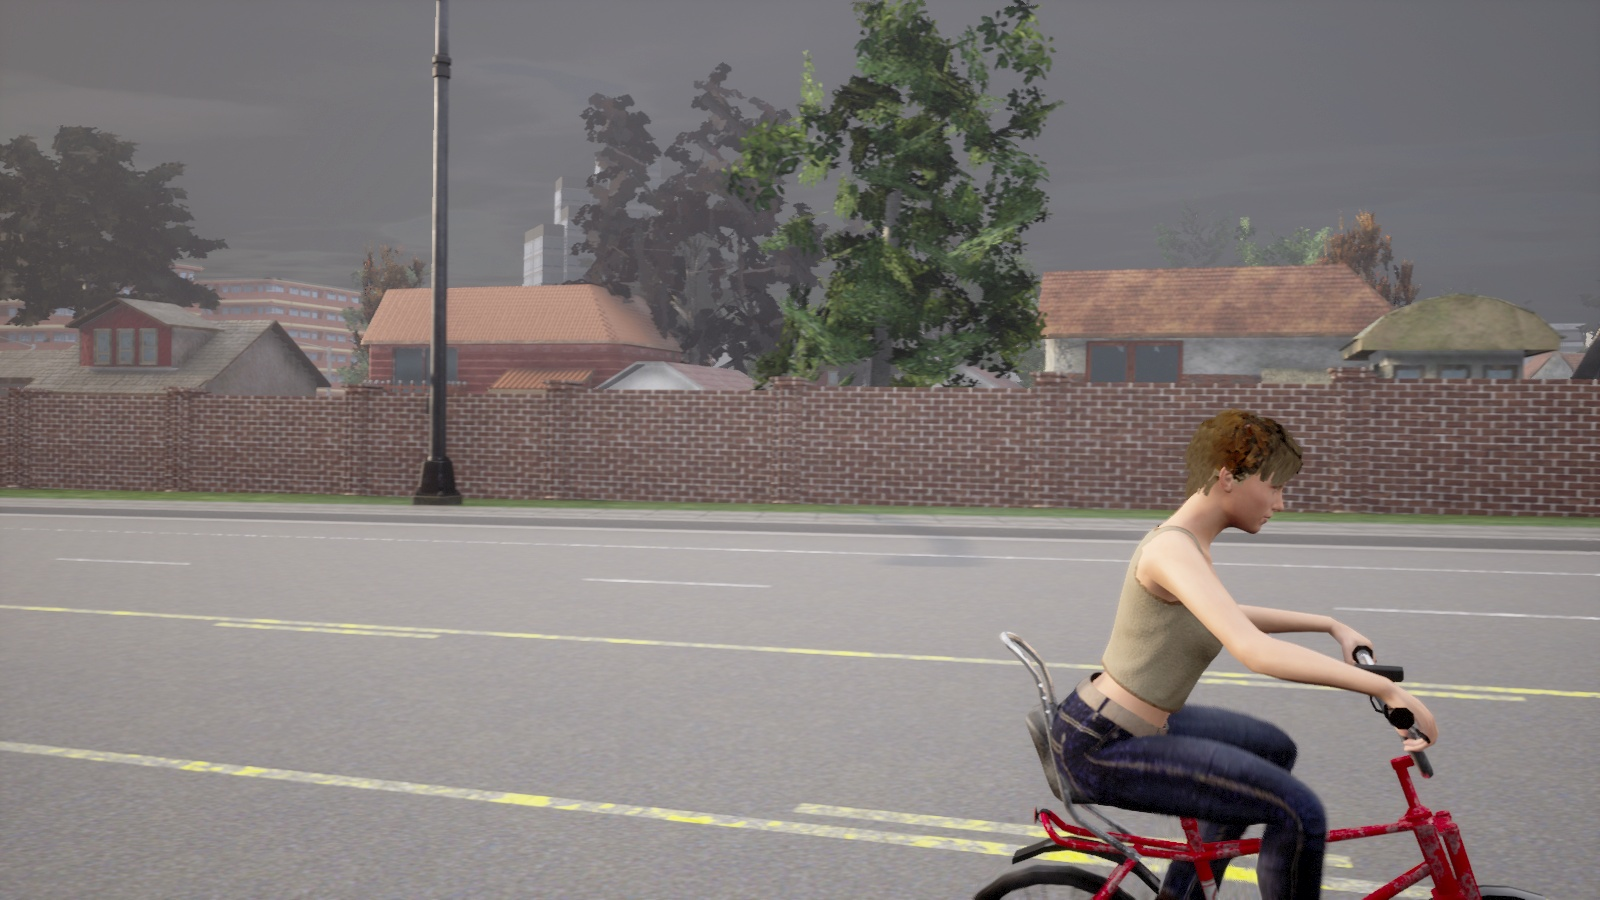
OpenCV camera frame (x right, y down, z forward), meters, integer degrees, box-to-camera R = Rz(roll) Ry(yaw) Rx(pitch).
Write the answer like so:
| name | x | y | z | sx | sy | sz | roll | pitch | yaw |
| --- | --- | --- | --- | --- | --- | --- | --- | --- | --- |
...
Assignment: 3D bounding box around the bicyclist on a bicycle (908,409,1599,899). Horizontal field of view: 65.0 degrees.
| name | x | y | z | sx | sy | sz | roll | pitch | yaw |
| --- | --- | --- | --- | --- | --- | --- | --- | --- | --- |
| bicyclist on a bicycle | 1.081 | 0.722 | 2.825 | 1.509 | 1.612 | 0.866 | 1 | 1 | 18 |
